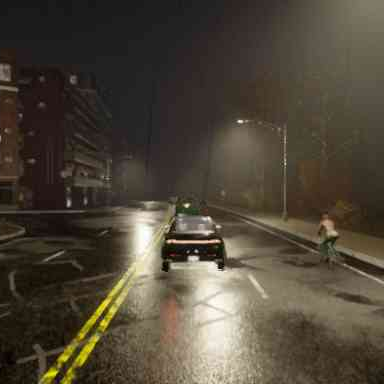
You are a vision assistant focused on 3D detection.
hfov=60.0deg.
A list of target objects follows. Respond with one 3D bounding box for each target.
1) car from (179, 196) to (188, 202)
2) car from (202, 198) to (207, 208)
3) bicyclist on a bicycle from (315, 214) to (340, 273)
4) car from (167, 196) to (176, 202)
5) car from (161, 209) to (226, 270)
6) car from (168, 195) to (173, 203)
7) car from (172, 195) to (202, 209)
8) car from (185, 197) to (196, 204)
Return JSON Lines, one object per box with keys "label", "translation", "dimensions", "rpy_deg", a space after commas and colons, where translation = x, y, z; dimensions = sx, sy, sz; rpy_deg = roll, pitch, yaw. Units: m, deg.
{"label": "car", "translation": [-2.227, 1.904, 88.850], "dimensions": [1.882, 1.535, 5.008], "rpy_deg": [0, 0, -7]}
{"label": "car", "translation": [1.358, 1.765, 53.992], "dimensions": [2.128, 1.511, 4.902], "rpy_deg": [0, 0, -4]}
{"label": "bicyclist on a bicycle", "translation": [4.074, 1.508, 10.015], "dimensions": [0.582, 1.620, 1.656], "rpy_deg": [0, -1, -1]}
{"label": "car", "translation": [-5.464, 1.867, 88.564], "dimensions": [2.033, 1.411, 5.357], "rpy_deg": [0, 0, -7]}
{"label": "car", "translation": [0.010, 1.551, 11.186], "dimensions": [2.128, 1.511, 4.902], "rpy_deg": [0, 0, -1]}
{"label": "car", "translation": [-4.238, 1.603, 78.206], "dimensions": [2.150, 2.045, 5.566], "rpy_deg": [0, 0, -6]}
{"label": "car", "translation": [-0.576, 1.388, 31.905], "dimensions": [2.150, 2.045, 5.566], "rpy_deg": [0, 0, -2]}
{"label": "car", "translation": [-0.412, 1.836, 72.986], "dimensions": [1.882, 1.535, 5.008], "rpy_deg": [0, 0, -6]}
